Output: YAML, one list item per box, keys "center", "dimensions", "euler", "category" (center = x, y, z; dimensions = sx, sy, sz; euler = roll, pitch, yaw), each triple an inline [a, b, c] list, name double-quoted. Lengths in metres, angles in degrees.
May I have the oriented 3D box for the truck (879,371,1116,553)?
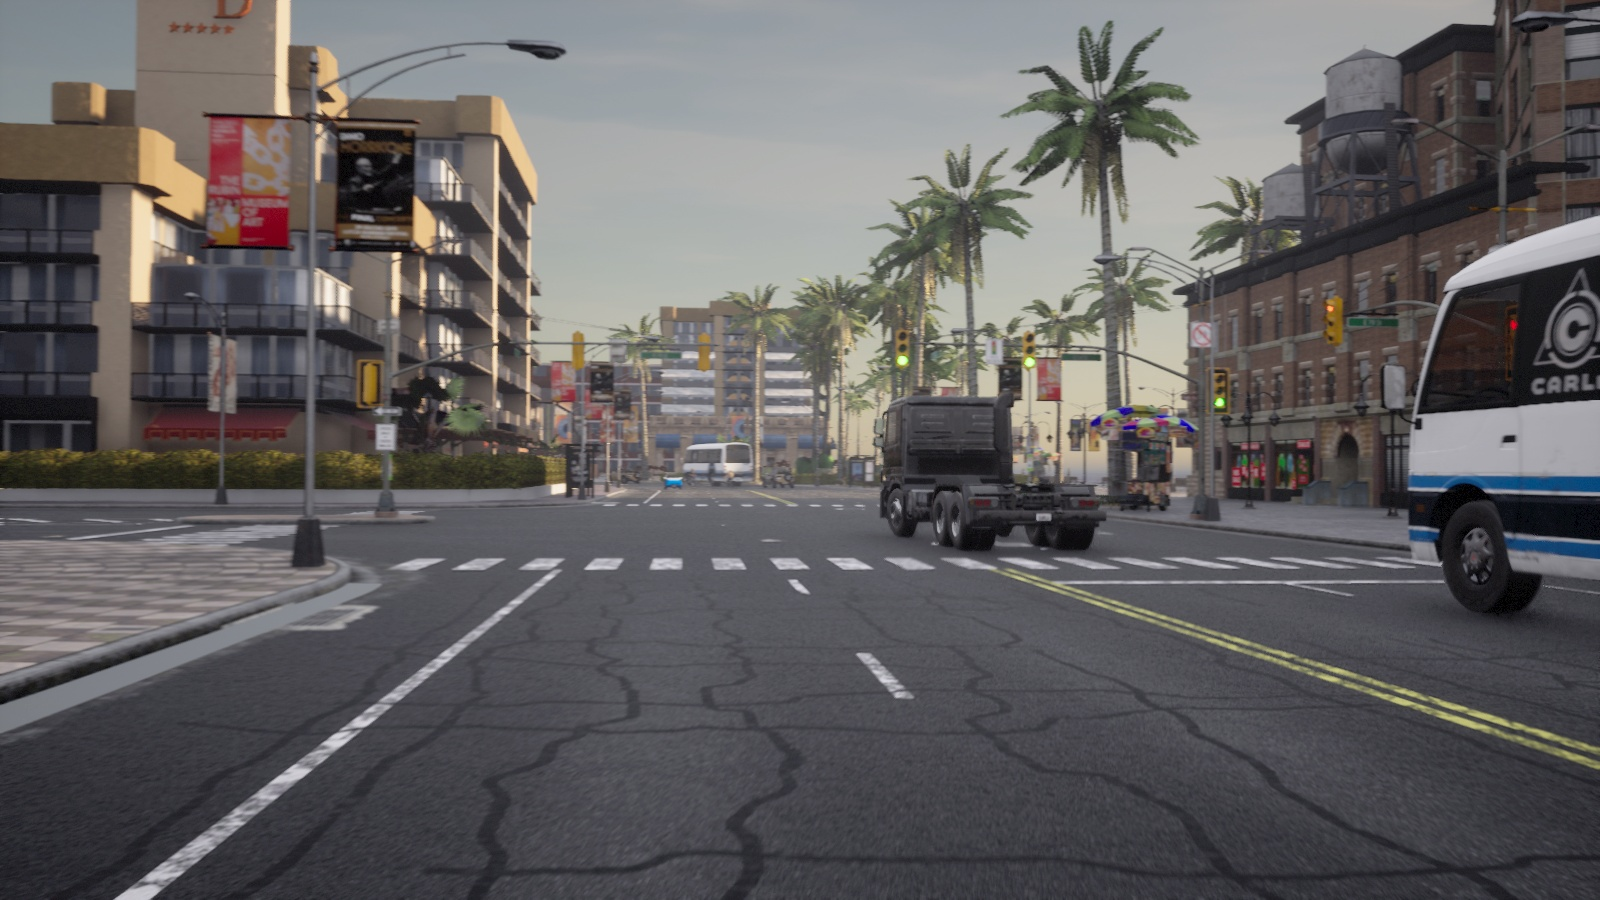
- center: [4.064, 0.290, 28.076]
  dimensions: [2.891, 3.462, 7.936]
  euler: [0, -1, -9]
  category: "truck"

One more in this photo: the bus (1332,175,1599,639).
- center: [9.317, -0.402, 11.304]
  dimensions: [3.944, 4.253, 10.273]
  euler: [0, -1, -5]
  category: "bus"
